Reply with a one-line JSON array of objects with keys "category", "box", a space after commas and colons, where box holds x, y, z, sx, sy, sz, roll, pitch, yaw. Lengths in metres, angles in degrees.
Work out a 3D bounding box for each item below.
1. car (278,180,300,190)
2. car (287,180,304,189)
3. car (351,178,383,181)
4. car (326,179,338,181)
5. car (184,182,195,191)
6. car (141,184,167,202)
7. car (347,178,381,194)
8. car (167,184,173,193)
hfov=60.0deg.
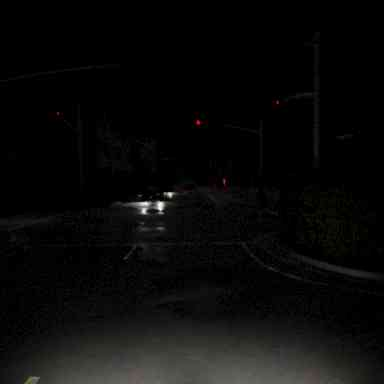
[{"category": "car", "box": [15.029, -0.972, 52.904, 2.007, 1.523, 4.514, -1, 2, -1]}, {"category": "car", "box": [18.621, -1.378, 59.978, 1.970, 1.475, 3.806, -1, 2, -1]}, {"category": "car", "box": [18.857, -0.498, 35.066, 1.905, 1.878, 3.866, -1, 2, -1]}, {"category": "car", "box": [25.033, -1.554, 60.358, 2.152, 1.636, 5.027, -1, 2, -1]}, {"category": "car", "box": [-0.439, -1.013, 59.456, 1.812, 1.442, 4.674, -1, 2, 0]}, {"category": "car", "box": [-3.843, 0.126, 33.167, 1.812, 1.442, 4.674, -1, 2, 0]}, {"category": "car", "box": [22.066, -0.847, 42.959, 1.932, 1.855, 4.605, -1, 2, -1]}, {"category": "car", "box": [-3.955, -0.610, 51.804, 1.994, 1.385, 4.181, -1, 2, 0]}]
